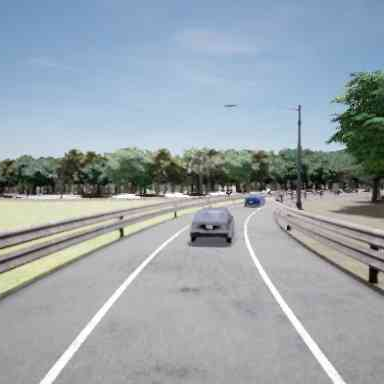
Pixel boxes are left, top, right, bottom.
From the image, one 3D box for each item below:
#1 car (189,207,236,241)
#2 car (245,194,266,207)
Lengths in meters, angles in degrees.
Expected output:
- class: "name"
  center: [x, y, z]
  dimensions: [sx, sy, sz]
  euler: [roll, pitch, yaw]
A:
- class: "car"
  center: [1.054, 1.418, 15.839]
  dimensions: [2.033, 1.411, 5.357]
  euler: [0, 1, 8]
- class: "car"
  center: [7.958, 0.964, 41.676]
  dimensions: [1.882, 1.535, 5.008]
  euler: [0, 1, 22]
